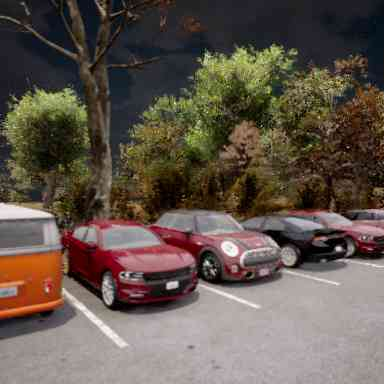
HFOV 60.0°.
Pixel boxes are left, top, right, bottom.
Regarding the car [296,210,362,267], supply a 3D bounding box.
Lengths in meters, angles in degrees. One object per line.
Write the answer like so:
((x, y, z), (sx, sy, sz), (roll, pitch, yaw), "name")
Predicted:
((2.786, 1.486, 11.567), (2.097, 1.535, 5.008), (0, 0, -36), "car")

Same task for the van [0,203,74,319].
((-4.077, 1.255, 6.820), (1.878, 1.987, 4.442), (0, 0, -35), "van")

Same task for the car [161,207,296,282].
((0.467, 1.359, 9.956), (2.185, 1.767, 4.553), (0, 0, -35), "car")

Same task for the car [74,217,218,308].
((-1.817, 1.483, 8.296), (2.097, 1.535, 5.008), (0, 0, -35), "car")

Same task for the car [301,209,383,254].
((5.079, 1.488, 13.214), (2.097, 1.535, 5.008), (0, 0, -35), "car")
